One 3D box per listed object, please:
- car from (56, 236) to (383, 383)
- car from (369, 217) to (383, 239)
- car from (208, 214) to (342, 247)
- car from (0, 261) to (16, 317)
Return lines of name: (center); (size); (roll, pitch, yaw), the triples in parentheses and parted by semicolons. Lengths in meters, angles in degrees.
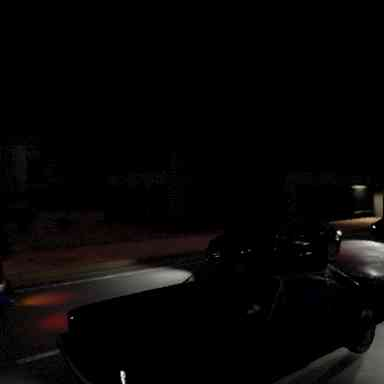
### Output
car: (0.767, 1.586, 4.537); (4.718, 1.301, 1.895); (0, 0, -35)
car: (10.595, 1.464, 15.802); (5.357, 1.411, 2.033); (0, 0, -36)
car: (2.644, 1.466, 10.167); (4.892, 1.490, 1.837); (0, 0, -35)
car: (-5.441, 1.557, 4.479); (5.357, 1.411, 2.033); (0, 0, -34)
